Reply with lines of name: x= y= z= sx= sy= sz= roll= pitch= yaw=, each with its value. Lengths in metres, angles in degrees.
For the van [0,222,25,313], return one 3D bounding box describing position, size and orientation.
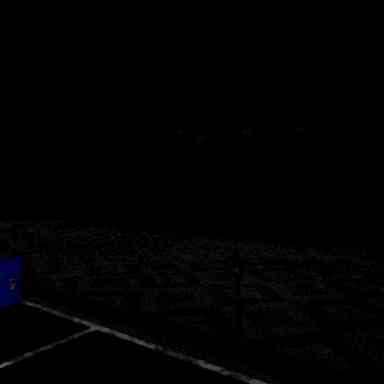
van: x=-4.965 y=1.412 z=6.509 sx=3.998 sy=1.788 sz=1.690 roll=-1 pitch=0 yaw=36
